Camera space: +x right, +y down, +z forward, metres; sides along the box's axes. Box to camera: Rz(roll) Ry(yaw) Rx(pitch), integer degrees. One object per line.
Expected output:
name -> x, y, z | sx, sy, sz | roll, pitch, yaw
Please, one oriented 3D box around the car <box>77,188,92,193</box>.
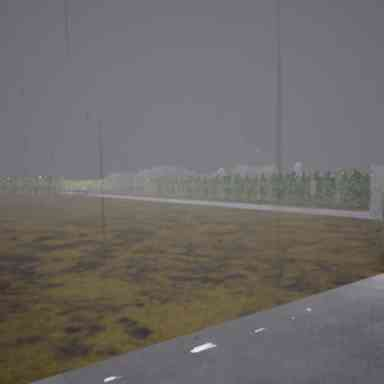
car -> -28.579, -0.344, 89.452 | 1.882, 1.535, 5.008 | 0, 1, -35
